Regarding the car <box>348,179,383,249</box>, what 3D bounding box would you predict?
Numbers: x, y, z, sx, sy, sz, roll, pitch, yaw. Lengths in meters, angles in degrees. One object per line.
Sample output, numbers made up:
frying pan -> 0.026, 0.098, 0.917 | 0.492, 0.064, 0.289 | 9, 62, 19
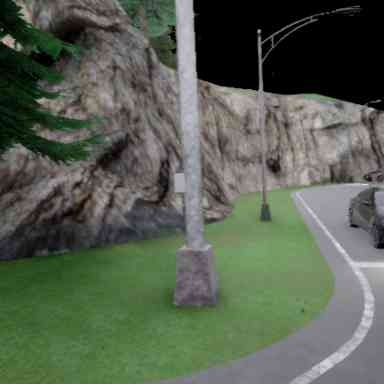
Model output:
car -> 5.801, 0.561, 9.574 | 1.812, 1.442, 4.674 | -2, 4, 14

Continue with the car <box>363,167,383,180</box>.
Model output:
car -> 18.714, -1.704, 31.818 | 4.181, 1.385, 1.994 | -3, 4, -2
